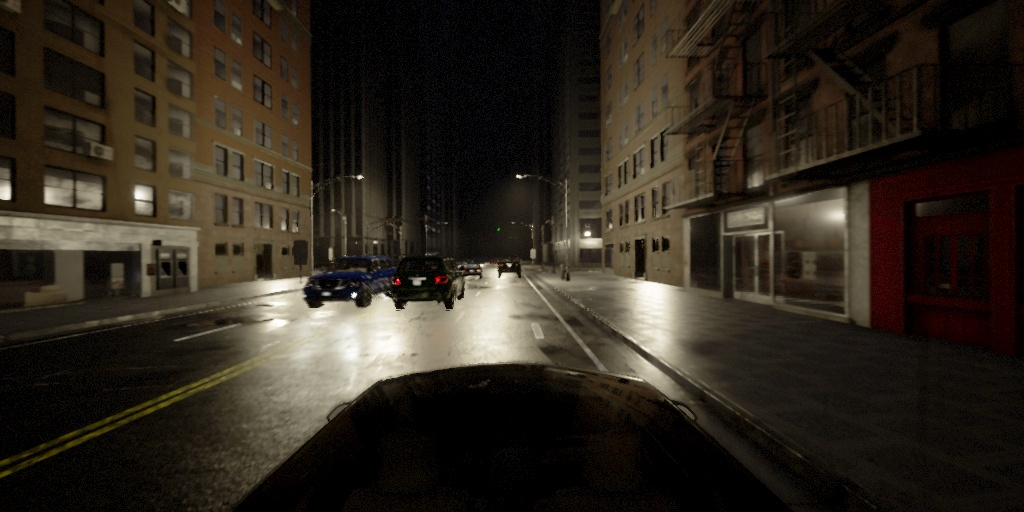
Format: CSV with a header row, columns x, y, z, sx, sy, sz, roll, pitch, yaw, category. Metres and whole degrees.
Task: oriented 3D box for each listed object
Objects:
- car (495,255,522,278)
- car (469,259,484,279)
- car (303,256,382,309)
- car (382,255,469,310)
x,y,z,sx,sy,sz,roll,pitch,yaw,category
-0.249,0.960,34.341,2.150,2.045,5.566,0,0,-1,car
-3.683,1.312,33.260,2.033,1.411,5.357,0,0,-5,car
-6.739,1.021,15.717,2.150,2.045,5.566,0,0,-1,car
-3.282,0.996,14.977,2.150,2.045,5.566,0,0,-1,car
